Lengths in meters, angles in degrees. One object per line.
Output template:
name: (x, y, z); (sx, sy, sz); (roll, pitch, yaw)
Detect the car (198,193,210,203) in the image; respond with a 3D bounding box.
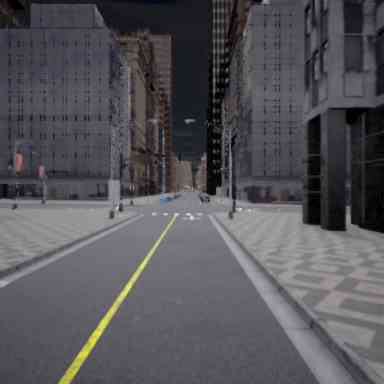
car: (2.854, 1.481, 69.202); (1.947, 1.339, 4.313); (0, 0, 0)

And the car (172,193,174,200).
car: (-5.637, 1.482, 74.902); (1.802, 1.307, 4.206); (0, 0, 0)

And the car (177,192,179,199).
car: (-5.532, 1.166, 91.848); (2.192, 1.841, 5.009); (0, 0, 0)

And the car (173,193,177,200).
car: (-5.567, 1.309, 86.199); (1.967, 1.590, 4.097); (0, 0, 0)

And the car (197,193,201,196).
car: (2.957, 1.452, 86.150); (1.802, 1.307, 4.206); (0, 0, 0)

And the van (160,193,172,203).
van: (-5.670, 1.255, 69.253); (1.690, 1.788, 3.998); (0, 0, 0)
